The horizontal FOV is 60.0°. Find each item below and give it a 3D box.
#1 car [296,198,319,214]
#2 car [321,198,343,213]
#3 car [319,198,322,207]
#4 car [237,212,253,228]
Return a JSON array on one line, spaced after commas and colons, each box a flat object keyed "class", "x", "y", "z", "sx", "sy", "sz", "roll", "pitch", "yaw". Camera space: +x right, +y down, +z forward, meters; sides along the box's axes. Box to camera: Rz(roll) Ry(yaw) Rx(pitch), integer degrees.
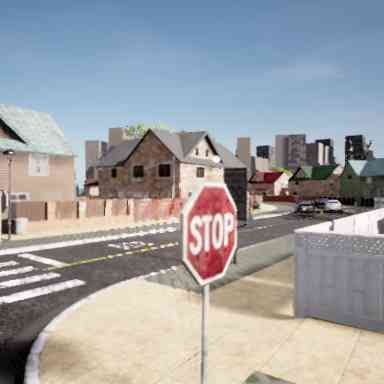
[{"class": "car", "x": 12.969, "y": 1.594, "z": 37.829, "sx": 2.128, "sy": 1.511, "sz": 4.902, "roll": 1, "pitch": 0, "yaw": 23}, {"class": "car", "x": 16.622, "y": 1.674, "z": 39.257, "sx": 1.812, "sy": 1.442, "sz": 4.674, "roll": 1, "pitch": 0, "yaw": 20}, {"class": "car", "x": 19.074, "y": 1.656, "z": 49.245, "sx": 2.128, "sy": 1.511, "sz": 4.902, "roll": 1, "pitch": 0, "yaw": 7}, {"class": "car", "x": 1.967, "y": 1.611, "z": 20.912, "sx": 2.033, "sy": 1.411, "sz": 5.357, "roll": 1, "pitch": 1, "yaw": 37}]
